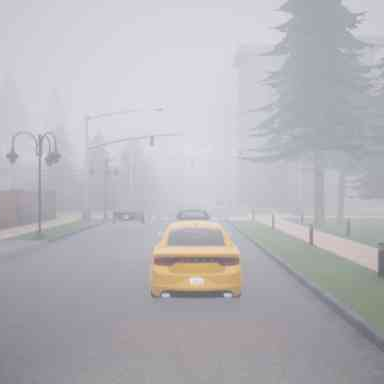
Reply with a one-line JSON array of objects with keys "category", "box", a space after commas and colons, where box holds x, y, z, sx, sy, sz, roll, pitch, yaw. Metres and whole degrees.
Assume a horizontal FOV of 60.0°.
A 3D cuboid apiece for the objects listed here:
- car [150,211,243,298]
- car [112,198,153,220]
[{"category": "car", "box": [0.084, 1.477, 8.553, 1.882, 1.535, 5.008, 0, 0, 0]}, {"category": "car", "box": [-3.566, 1.090, 20.500, 1.882, 1.535, 5.008, 0, 0, 0]}]
